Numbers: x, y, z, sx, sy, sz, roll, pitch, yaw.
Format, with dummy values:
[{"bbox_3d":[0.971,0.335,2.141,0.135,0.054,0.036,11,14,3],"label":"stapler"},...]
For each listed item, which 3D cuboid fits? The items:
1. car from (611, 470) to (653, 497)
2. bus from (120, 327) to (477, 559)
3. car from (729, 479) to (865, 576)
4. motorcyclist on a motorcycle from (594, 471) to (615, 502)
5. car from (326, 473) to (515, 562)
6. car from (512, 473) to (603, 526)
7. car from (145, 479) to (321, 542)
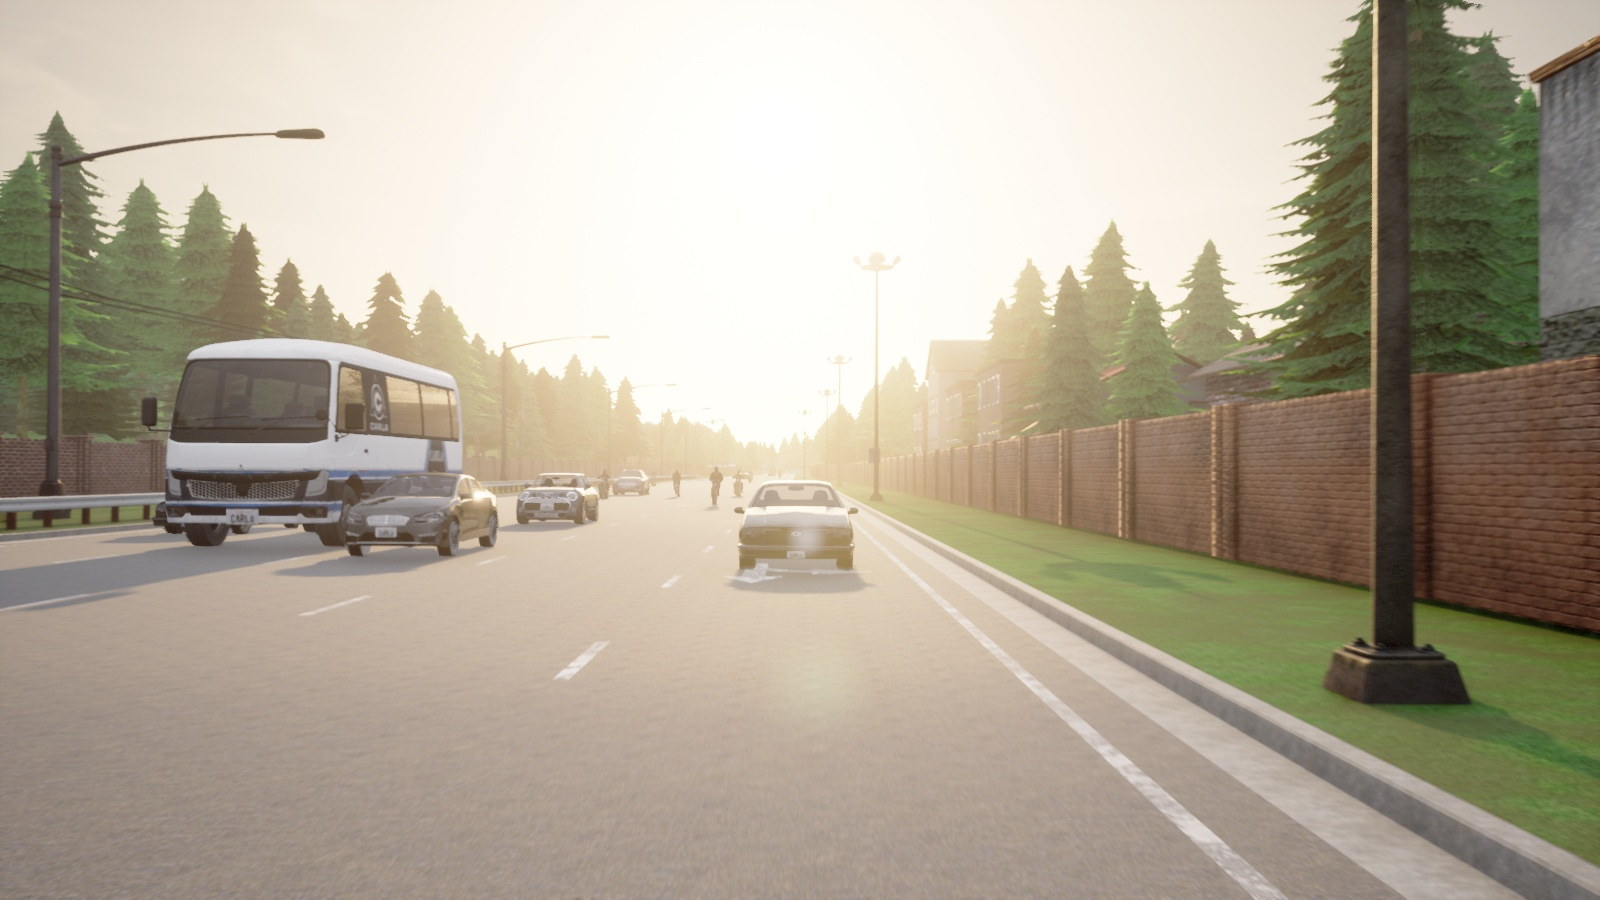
[{"bbox_3d":[-10.695,2.126,80.067,2.033,1.649,4.856,0,-1,0],"label":"car"},{"bbox_3d":[-10.575,-0.046,28.305,3.944,4.253,10.273,0,-1,0],"label":"bus"},{"bbox_3d":[-0.052,1.222,21.500,2.033,1.411,5.357,0,-1,0],"label":"car"},{"bbox_3d":[-10.667,1.954,68.576,0.766,1.649,2.350,0,-1,0],"label":"motorcyclist on a motorcycle"},{"bbox_3d":[-7.059,1.200,23.949,2.128,1.511,4.902,0,-1,0],"label":"car"},{"bbox_3d":[-7.090,1.429,37.124,1.970,1.475,3.806,0,-1,0],"label":"car"},{"bbox_3d":[-14.077,1.447,31.600,2.033,1.411,5.357,0,-1,0],"label":"car"}]
